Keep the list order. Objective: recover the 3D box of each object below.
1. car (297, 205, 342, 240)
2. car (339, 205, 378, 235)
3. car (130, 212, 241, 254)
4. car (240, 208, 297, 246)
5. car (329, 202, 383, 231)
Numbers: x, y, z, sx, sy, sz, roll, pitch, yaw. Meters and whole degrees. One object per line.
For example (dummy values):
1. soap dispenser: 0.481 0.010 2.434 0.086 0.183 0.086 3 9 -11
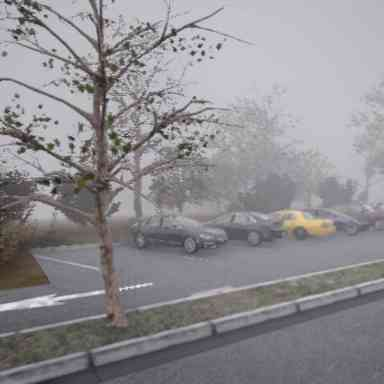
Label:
1. car: 4.978 1.698 18.312 5.366 1.575 1.946 -2 -2 39
2. car: 8.052 1.700 19.945 4.792 1.488 2.163 -2 -2 39
3. car: -0.680 1.741 14.686 4.892 1.521 2.231 -2 -2 39
4. car: 2.228 1.719 16.436 4.892 1.521 2.231 -2 -1 39
5. car: 10.901 1.524 21.743 4.553 1.767 2.185 -2 -2 39
